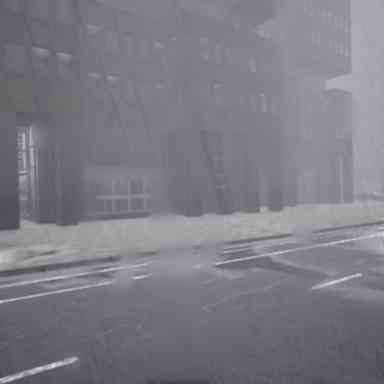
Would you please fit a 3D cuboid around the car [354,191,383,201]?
[{"bbox_3d":[31.577,0.701,58.960,2.192,1.841,5.009,-2,1,-35],"label":"car"}]

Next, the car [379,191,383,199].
[{"bbox_3d":[38.529,0.590,63.895,1.967,1.590,4.097,-2,1,-35],"label":"car"}]

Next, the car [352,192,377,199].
[{"bbox_3d":[35.391,0.751,68.320,1.802,1.307,4.206,-2,1,-35],"label":"car"}]
